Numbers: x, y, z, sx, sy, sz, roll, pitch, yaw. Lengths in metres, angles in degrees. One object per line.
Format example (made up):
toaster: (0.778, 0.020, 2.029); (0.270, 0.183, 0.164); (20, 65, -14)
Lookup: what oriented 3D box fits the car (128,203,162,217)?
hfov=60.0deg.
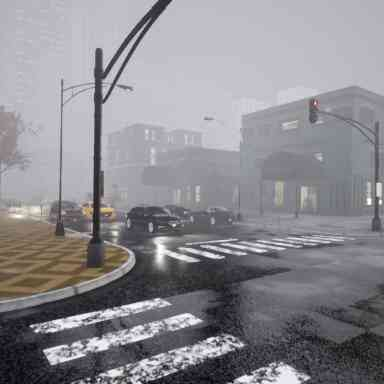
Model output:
car: (-4.834, 1.782, 33.796); (1.802, 1.307, 4.206); (1, -1, -35)

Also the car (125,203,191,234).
car: (-2.348, 1.558, 19.803); (1.837, 1.490, 4.892); (1, -1, -35)

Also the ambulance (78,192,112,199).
ambulance: (-12.127, 1.232, 39.401); (2.351, 2.431, 6.366); (1, -1, -35)

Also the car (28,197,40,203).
car: (-40.333, 2.051, 84.861); (2.008, 1.369, 4.403); (1, -1, -35)

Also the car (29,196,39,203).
car: (-37.172, 1.787, 80.299); (2.192, 1.841, 5.009); (1, -1, -35)

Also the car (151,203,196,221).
car: (-1.715, 1.741, 29.290); (1.947, 1.339, 4.313); (1, -1, -35)

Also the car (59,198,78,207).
car: (-21.378, 1.777, 57.475); (1.967, 1.590, 4.097); (1, -1, -35)

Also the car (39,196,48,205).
car: (-30.952, 1.944, 71.308); (1.752, 1.417, 4.829); (1, -1, -35)

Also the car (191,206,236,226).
car: (1.405, 1.700, 24.782); (2.008, 1.369, 4.403); (1, -1, -35)

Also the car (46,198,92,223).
car: (-9.420, 1.492, 25.246); (1.967, 1.590, 4.097); (1, -1, -35)

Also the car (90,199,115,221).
car: (-8.147, 1.578, 28.193); (1.882, 1.535, 5.008); (1, -1, -35)

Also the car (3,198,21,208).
car: (-28.171, 1.738, 52.565); (1.752, 1.417, 4.829); (1, -1, -35)
